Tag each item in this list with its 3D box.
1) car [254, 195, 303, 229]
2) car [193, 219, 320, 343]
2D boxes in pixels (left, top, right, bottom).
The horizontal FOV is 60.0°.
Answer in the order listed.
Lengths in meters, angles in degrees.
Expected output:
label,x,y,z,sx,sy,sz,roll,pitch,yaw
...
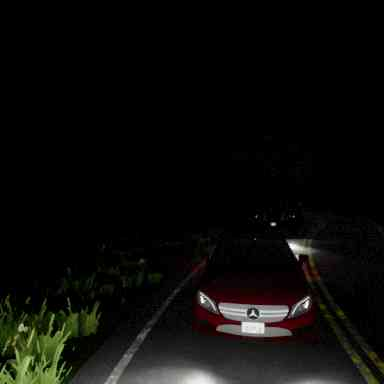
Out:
label,x,y,z,sx,sy,sz,roll,pitch,yaw
car,5.005,1.215,18.856,2.150,2.045,5.566,-2,-1,22
car,1.232,1.534,6.686,1.812,1.442,4.674,-1,0,11
